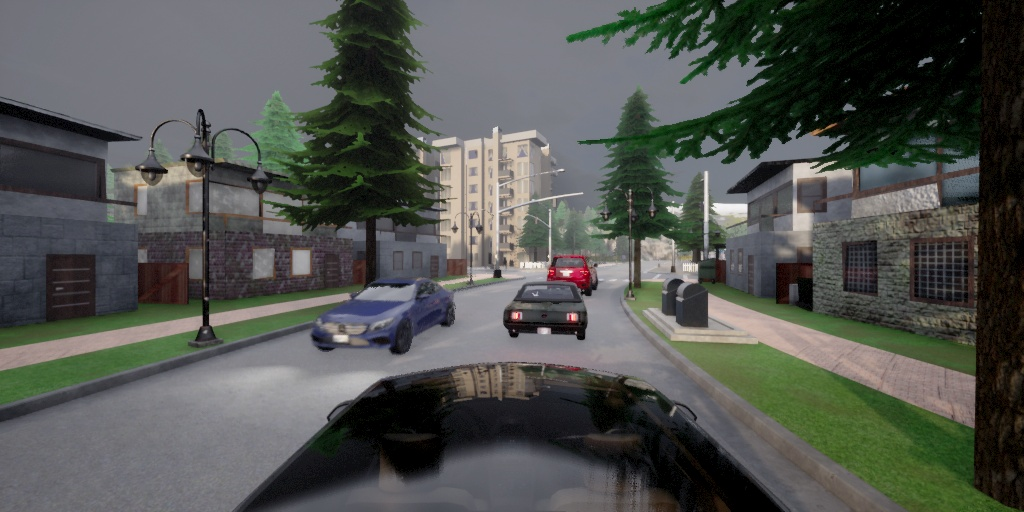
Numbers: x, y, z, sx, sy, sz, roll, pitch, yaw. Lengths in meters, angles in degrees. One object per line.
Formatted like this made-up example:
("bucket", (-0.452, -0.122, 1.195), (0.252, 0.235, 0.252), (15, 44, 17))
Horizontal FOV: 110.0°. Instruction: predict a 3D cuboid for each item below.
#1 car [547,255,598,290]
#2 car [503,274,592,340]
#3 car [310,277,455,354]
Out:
("car", (3.379, 0.971, 19.519), (2.150, 2.045, 5.566), (0, 0, 18))
("car", (1.076, 1.351, 10.025), (1.895, 1.301, 4.718), (0, 0, 9))
("car", (-2.819, 1.276, 8.976), (1.812, 1.442, 4.674), (0, 0, 9))
